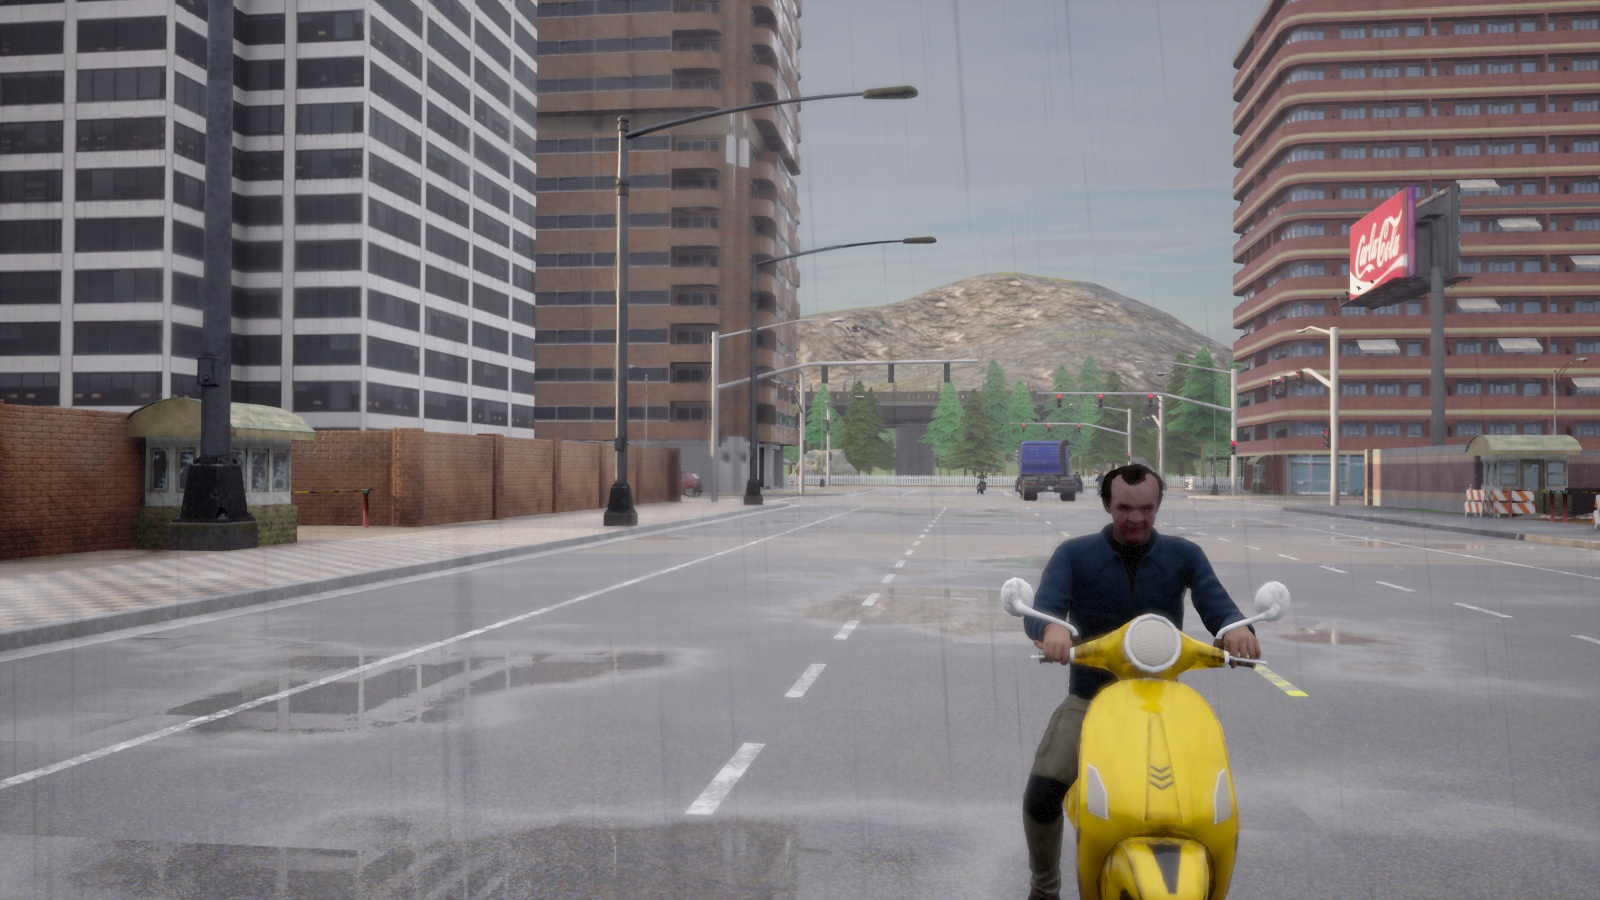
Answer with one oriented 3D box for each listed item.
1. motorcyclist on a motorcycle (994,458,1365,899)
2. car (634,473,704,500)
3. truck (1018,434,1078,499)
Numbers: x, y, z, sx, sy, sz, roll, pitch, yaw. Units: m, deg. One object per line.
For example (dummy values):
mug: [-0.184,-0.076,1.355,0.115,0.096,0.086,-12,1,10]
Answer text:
motorcyclist on a motorcycle: [1.080,0.831,4.042,0.866,1.590,1.817,0,-1,8]
car: [-7.443,2.054,71.394,3.633,1.501,1.845,0,-1,8]
truck: [13.942,0.968,71.086,2.891,3.462,7.936,0,-1,8]
